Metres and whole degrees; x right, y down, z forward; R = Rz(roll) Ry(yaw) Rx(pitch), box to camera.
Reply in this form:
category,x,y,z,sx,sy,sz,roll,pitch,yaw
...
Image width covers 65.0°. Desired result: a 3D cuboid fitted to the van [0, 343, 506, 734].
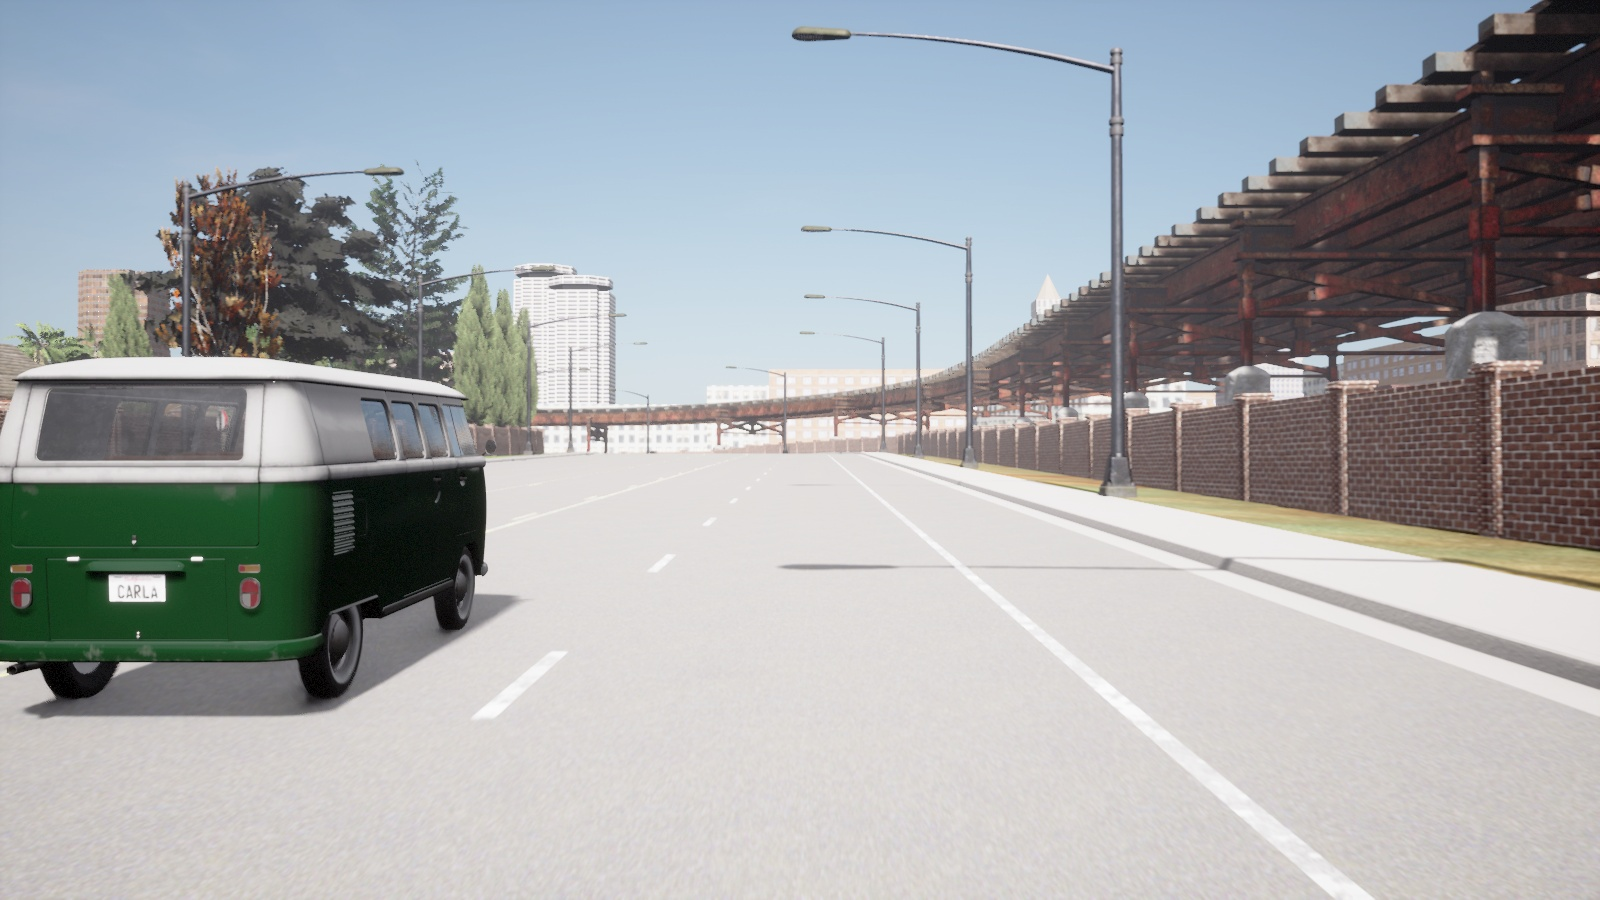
category,x,y,z,sx,sy,sz,roll,pitch,yaw
van,-3.434,0.426,8.597,1.775,1.987,4.442,0,1,0
